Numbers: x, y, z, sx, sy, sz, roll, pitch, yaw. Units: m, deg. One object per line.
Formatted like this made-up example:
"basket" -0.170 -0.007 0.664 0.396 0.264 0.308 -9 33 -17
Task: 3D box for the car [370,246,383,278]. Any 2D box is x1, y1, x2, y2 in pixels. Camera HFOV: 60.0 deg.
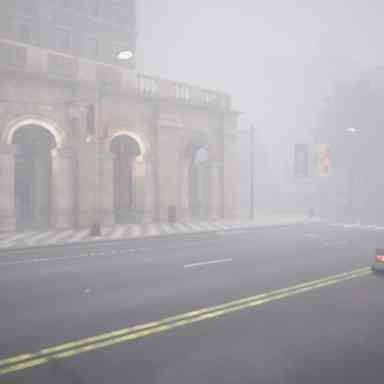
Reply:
"car" 6.772 1.594 8.698 5.357 1.411 2.033 0 0 -36

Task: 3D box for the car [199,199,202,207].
"car" 0.637 1.728 50.010 1.895 1.301 4.718 0 0 -36
